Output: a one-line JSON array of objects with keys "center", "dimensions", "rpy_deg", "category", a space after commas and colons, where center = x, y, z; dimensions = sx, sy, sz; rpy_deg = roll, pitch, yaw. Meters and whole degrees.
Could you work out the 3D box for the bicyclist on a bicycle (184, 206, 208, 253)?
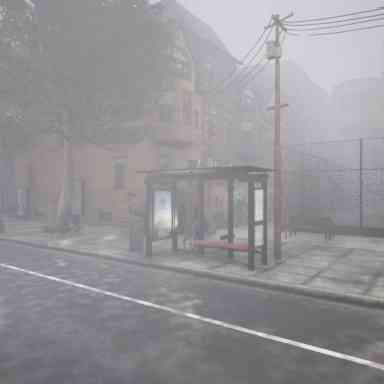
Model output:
[{"center": [0.232, 1.341, 11.907], "dimensions": [0.582, 1.620, 1.656], "rpy_deg": [0, -3, 36], "category": "bicyclist on a bicycle"}]
